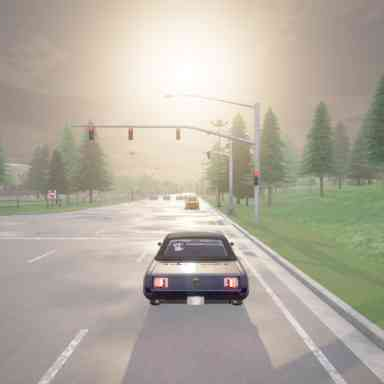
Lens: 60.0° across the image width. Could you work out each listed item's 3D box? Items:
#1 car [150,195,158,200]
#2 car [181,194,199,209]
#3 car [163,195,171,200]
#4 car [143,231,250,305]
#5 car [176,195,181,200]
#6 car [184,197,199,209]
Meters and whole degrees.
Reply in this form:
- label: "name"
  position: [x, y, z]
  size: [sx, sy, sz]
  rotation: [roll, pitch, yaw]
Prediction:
- label: "car"
  position: [-10.391, 1.540, 91.136]
  size: [2.033, 1.411, 5.357]
  rotation: [0, 0, 0]
- label: "car"
  position: [-0.103, 1.101, 46.109]
  size: [1.882, 1.535, 5.008]
  rotation: [-3, 16, -5]
- label: "car"
  position: [-6.891, 1.540, 91.132]
  size: [2.033, 1.411, 5.357]
  rotation: [0, 0, 0]
- label: "car"
  position: [0.088, 1.601, 8.002]
  size: [1.895, 1.301, 4.718]
  rotation: [0, 0, 0]
- label: "car"
  position: [-3.391, 1.553, 91.127]
  size: [1.994, 1.385, 4.181]
  rotation: [0, 0, 0]
- label: "car"
  position: [-0.055, 1.577, 49.670]
  size: [2.033, 1.411, 5.357]
  rotation: [0, 1, 2]
